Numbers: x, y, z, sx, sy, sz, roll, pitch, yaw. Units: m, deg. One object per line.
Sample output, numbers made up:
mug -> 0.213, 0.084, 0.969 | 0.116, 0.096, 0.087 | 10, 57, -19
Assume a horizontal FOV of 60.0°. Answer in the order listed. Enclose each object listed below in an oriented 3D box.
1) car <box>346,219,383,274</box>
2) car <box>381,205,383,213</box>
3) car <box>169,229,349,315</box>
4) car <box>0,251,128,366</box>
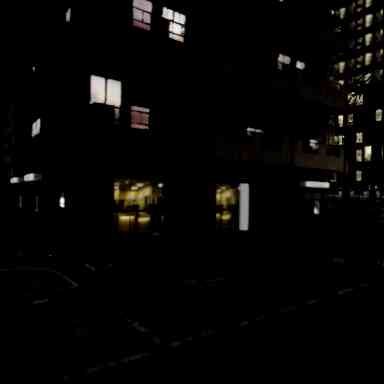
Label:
car -> 5.989, 1.593, 10.776 | 4.313, 1.339, 1.947 | 0, 1, -35
car -> 22.635, 1.595, 35.978 | 1.967, 1.590, 4.097 | 2, -1, -35
car -> 1.479, 1.596, 7.559 | 4.206, 1.307, 1.802 | 0, 1, -35
car -> -3.031, 1.551, 4.340 | 4.403, 1.369, 2.008 | 0, 1, -35
